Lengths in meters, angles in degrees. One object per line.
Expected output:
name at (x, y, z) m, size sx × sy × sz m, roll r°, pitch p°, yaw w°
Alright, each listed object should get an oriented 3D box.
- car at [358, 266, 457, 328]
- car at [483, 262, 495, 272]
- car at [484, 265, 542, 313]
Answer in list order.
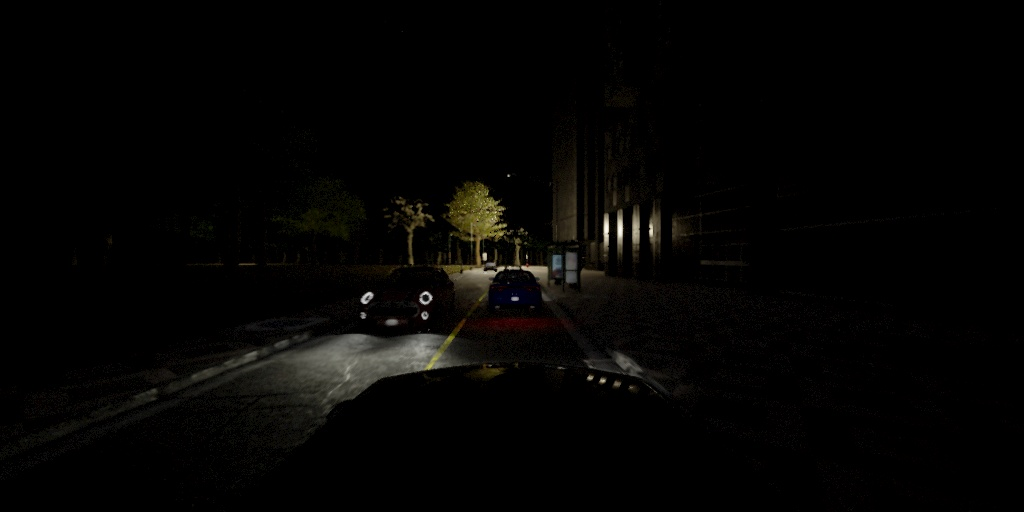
car at (-3.102, 1.133, 11.504) m, size 2.097 × 1.767 × 4.553 m, roll 0°, pitch 0°, yaw 0°
car at (-3.086, 1.641, 52.002) m, size 2.033 × 1.411 × 5.357 m, roll 0°, pitch 0°, yaw 0°
car at (0.099, 1.276, 14.303) m, size 1.882 × 1.535 × 5.008 m, roll 0°, pitch 0°, yaw 0°
